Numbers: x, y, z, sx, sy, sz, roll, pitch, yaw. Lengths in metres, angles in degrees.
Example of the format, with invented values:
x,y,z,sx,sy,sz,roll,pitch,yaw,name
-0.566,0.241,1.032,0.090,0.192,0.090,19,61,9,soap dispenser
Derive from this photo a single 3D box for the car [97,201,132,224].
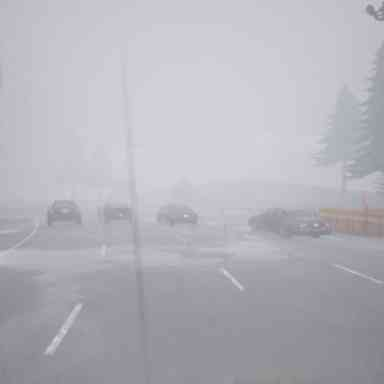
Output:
x,y,z,sx,sy,sz,roll,pitch,yaw,name
-5.796,1.418,24.687,1.882,1.535,5.008,0,0,-24,car

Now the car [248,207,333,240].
x,y,z,sx,sy,sz,roll,pitch,yaw,name
4.717,1.484,16.851,2.033,1.411,5.357,0,0,-15,car

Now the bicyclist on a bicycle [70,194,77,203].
x,y,z,sx,sy,sz,roll,pitch,yaw,name
-21.747,1.192,61.237,0.582,1.620,1.656,1,-20,33,bicyclist on a bicycle

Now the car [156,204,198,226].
x,y,z,sx,sy,sz,roll,pitch,yaw,name
-1.115,1.496,23.086,1.994,1.385,4.181,0,0,-21,car

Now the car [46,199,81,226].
x,y,z,sx,sy,sz,roll,pitch,yaw,name
-9.194,1.307,23.669,2.097,1.767,4.553,0,0,-24,car
